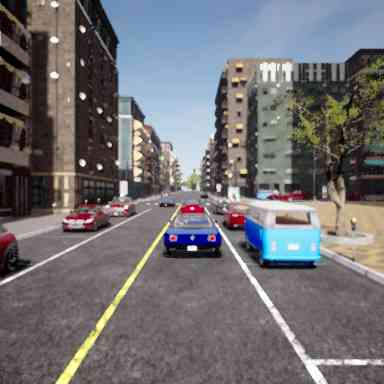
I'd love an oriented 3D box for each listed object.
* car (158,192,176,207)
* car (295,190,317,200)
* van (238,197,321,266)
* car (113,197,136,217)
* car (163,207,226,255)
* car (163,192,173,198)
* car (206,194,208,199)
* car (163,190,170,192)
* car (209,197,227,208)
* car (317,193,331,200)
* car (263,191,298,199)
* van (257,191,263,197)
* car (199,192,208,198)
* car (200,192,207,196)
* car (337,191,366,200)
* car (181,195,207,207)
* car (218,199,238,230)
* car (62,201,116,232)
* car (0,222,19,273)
[{"bbox_3d":[-3.027,1.105,41.270,2.033,1.411,5.357,0,1,0],"label":"car"},{"bbox_3d":[19.284,0.571,60.213,5.009,1.841,2.192,0,0,0],"label":"car"},{"bbox_3d":[2.730,1.224,10.780,1.690,1.788,3.998,1,1,0],"label":"van"},{"bbox_3d":[-5.810,1.144,27.435,1.967,1.590,4.097,1,1,0],"label":"car"},{"bbox_3d":[0.038,1.463,12.692,1.895,1.301,4.718,0,1,1],"label":"car"},{"bbox_3d":[-5.688,0.703,79.043,1.887,1.381,4.507,1,1,0],"label":"car"},{"bbox_3d":[2.826,1.172,35.242,2.008,1.369,4.403,1,1,0],"label":"car"},{"bbox_3d":[-5.684,0.532,73.470,2.192,1.841,5.009,1,1,0],"label":"car"},{"bbox_3d":[2.827,1.231,29.673,2.008,1.369,4.403,1,1,0],"label":"car"},{"bbox_3d":[24.814,0.758,60.174,4.507,1.381,1.887,0,0,0],"label":"car"},{"bbox_3d":[13.697,0.847,51.872,4.206,1.307,1.802,0,0,0],"label":"car"},{"bbox_3d":[13.757,0.639,60.252,3.998,1.788,1.690,0,0,0],"label":"van"},{"bbox_3d":[2.692,0.740,79.004,1.802,1.307,4.206,1,1,0],"label":"car"},{"bbox_3d":[2.693,0.783,73.433,1.947,1.339,4.313,1,1,0],"label":"car"},{"bbox_3d":[24.752,0.621,51.793,4.097,1.590,1.967,0,0,0],"label":"car"},{"bbox_3d":[0.043,1.258,28.492,1.994,1.385,4.181,0,1,0],"label":"car"},{"bbox_3d":[2.783,1.336,19.243,1.887,1.381,4.507,1,1,0],"label":"car"},{"bbox_3d":[-5.761,1.381,18.533,1.802,1.307,4.206,1,1,0],"label":"car"},{"bbox_3d":[-5.683,1.359,7.393,1.967,1.590,4.097,1,1,0],"label":"car"}]
